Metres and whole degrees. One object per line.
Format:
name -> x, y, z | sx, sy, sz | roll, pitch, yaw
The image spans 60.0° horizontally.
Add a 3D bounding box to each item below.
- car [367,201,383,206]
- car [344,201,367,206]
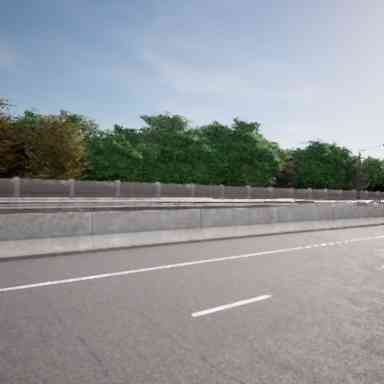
car -> 25.673, 1.982, 44.105 | 4.892, 1.490, 1.837 | 2, 0, -35
car -> 23.623, 1.968, 46.928 | 5.357, 1.411, 2.033 | 2, 0, -35
